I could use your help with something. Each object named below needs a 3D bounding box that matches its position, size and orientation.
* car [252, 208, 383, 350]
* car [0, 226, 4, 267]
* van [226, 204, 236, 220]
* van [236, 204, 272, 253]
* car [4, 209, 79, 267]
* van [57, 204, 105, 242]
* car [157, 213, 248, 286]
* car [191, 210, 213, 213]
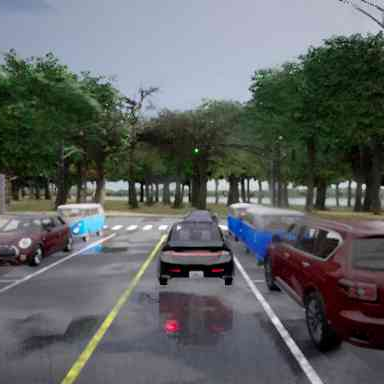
[{"bbox_3d":[2.764,1.382,6.290,2.192,1.841,5.009,0,-1,0],"label":"car"},{"bbox_3d":[-5.761,1.592,6.121,1.752,1.417,4.829,0,-1,0],"label":"car"},{"bbox_3d":[2.768,1.524,17.164,1.690,1.788,3.998,0,-1,0],"label":"van"},{"bbox_3d":[2.766,1.466,11.727,1.690,1.788,3.998,0,-1,0],"label":"van"},{"bbox_3d":[-5.759,1.566,11.729,1.967,1.590,4.097,0,-1,0],"label":"car"},{"bbox_3d":[-5.757,1.525,17.168,1.690,1.788,3.998,0,-1,0],"label":"van"},{"bbox_3d":[0.098,1.595,9.660,2.128,1.511,4.902,0,-1,0],"label":"car"},{"bbox_3d":[0.614,1.787,20.739,1.994,1.385,4.181,0,-1,8],"label":"car"}]
